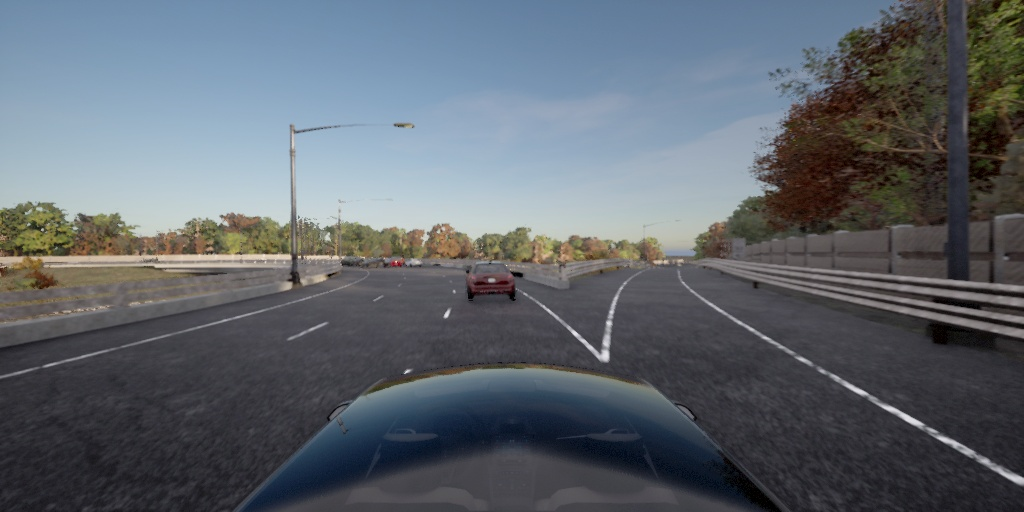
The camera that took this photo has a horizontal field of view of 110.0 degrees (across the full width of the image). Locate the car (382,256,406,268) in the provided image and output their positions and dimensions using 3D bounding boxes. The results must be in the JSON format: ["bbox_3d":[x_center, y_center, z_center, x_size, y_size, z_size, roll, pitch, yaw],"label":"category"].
[{"bbox_3d":[-19.783,1.031,59.442,2.097,1.767,4.553,-1,0,-34],"label":"car"}]

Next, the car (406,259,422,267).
[{"bbox_3d":[-16.855,1.155,61.341,1.812,1.442,4.674,-1,0,-34],"label":"car"}]

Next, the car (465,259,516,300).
[{"bbox_3d":[-1.132,1.025,17.174,2.097,1.767,4.553,-1,0,-8],"label":"car"}]

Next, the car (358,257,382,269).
[{"bbox_3d":[-23.133,1.233,58.184,1.837,1.490,4.892,-1,0,-34],"label":"car"}]
